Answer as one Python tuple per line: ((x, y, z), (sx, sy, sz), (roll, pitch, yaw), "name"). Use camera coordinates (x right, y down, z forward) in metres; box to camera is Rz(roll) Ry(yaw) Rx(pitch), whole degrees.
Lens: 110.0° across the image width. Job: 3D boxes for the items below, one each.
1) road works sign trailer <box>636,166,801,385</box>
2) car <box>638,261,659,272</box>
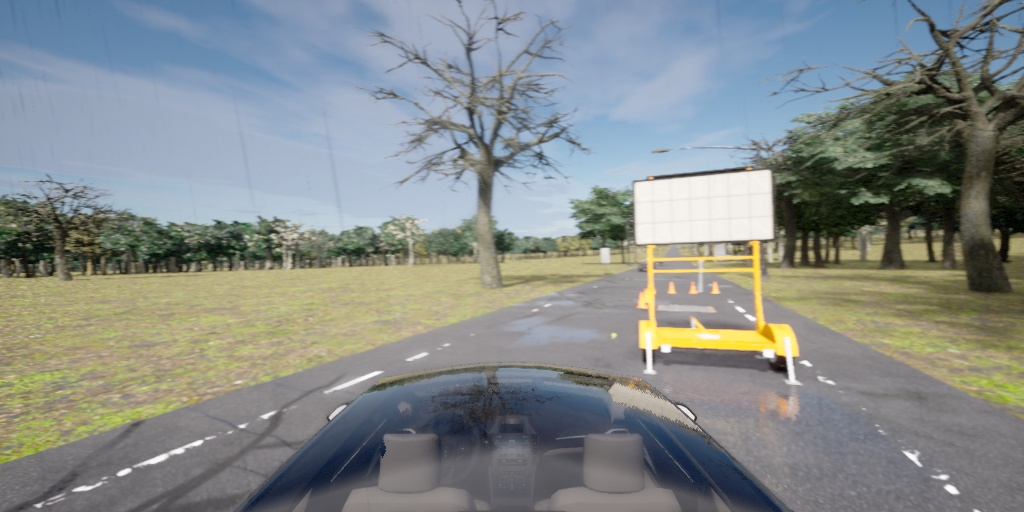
((3.734, 0.161, 7.021), (2.380, 3.560, 2.880), (0, 0, 20), "road works sign trailer")
((17.451, 1.337, 46.264), (1.994, 1.385, 4.181), (-2, -1, 25), "car")
